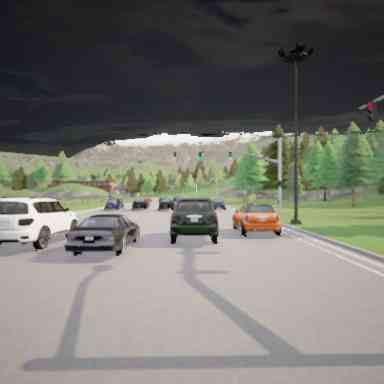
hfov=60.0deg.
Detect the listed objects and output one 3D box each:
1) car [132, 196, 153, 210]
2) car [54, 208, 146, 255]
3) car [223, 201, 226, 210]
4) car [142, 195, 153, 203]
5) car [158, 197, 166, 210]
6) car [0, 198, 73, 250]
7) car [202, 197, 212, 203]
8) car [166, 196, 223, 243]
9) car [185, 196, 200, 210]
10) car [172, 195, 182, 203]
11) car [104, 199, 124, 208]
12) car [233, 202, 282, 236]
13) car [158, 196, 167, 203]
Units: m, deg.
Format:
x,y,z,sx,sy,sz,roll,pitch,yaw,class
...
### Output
x,y,z,sx,sy,sz,roll,pitch,yaw,class
-6.905,1.637,45.414,1.882,1.535,5.008,0,0,0,car
-3.401,1.595,13.516,2.033,1.411,5.357,0,0,0,car
3.594,1.690,46.905,1.812,1.442,4.674,0,0,0,car
-10.512,1.632,78.948,2.097,1.767,4.553,0,0,0,car
-3.406,1.636,45.178,1.882,1.535,5.008,0,0,0,car
-6.901,1.273,14.692,2.150,2.045,5.566,0,0,0,car
3.488,1.813,77.713,2.033,1.411,5.357,0,0,0,car
0.098,1.280,16.692,2.150,2.045,5.566,0,0,0,car
0.094,1.518,47.257,2.097,1.767,4.553,0,0,0,car
-3.512,1.632,78.930,2.097,1.767,4.553,0,0,0,car
-10.405,1.682,44.703,1.812,1.442,4.674,0,0,0,car
3.598,1.420,19.138,2.097,1.767,4.553,0,0,0,car
-7.012,1.802,79.322,1.812,1.442,4.674,0,0,0,car
